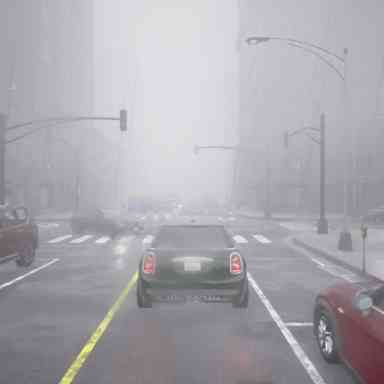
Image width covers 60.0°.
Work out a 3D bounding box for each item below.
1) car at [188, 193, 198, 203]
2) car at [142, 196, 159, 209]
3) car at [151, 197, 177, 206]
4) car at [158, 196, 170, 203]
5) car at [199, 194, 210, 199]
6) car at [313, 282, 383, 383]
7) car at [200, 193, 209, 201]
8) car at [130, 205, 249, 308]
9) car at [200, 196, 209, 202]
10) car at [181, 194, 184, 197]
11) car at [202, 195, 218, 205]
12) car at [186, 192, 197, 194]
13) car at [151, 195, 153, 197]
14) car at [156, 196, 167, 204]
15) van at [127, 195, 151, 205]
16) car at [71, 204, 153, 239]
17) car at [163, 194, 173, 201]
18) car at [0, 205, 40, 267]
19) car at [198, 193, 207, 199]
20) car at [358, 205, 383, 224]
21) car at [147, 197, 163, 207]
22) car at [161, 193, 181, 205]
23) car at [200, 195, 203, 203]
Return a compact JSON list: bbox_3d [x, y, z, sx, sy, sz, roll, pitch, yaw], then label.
[{"bbox_3d":[0.150,1.516,66.629,1.812,1.442,4.674,0,0,0],"label":"car"},{"bbox_3d":[-5.791,1.434,46.798,1.967,1.590,4.097,0,0,0],"label":"car"},{"bbox_3d":[-3.050,1.544,36.060,2.033,1.411,5.357,0,0,0],"label":"car"},{"bbox_3d":[-5.758,1.540,69.181,2.008,1.369,4.403,0,0,0],"label":"car"},{"bbox_3d":[2.751,1.558,57.998,1.947,1.339,4.313,0,0,0],"label":"car"},{"bbox_3d":[2.672,1.440,3.148,1.967,1.590,4.097,0,0,0],"label":"car"},{"bbox_3d":[3.125,1.211,86.603,2.150,2.045,5.566,0,0,0],"label":"car"},{"bbox_3d":[0.021,1.352,8.076,2.097,1.767,4.553,0,0,0],"label":"car"},{"bbox_3d":[2.776,1.570,74.781,1.802,1.307,4.206,0,0,0],"label":"car"},{"bbox_3d":[-2.978,1.592,60.703,1.895,1.301,4.718,0,0,1],"label":"car"},{"bbox_3d":[2.735,1.520,46.979,1.752,1.417,4.829,0,0,0],"label":"car"},{"bbox_3d":[0.110,1.362,76.595,1.812,1.442,4.674,0,0,0],"label":"car"},{"bbox_3d":[-5.799,1.310,41.202,2.192,1.841,5.009,0,0,0],"label":"car"},{"bbox_3d":[-5.767,1.516,63.415,1.752,1.417,4.829,0,0,0],"label":"car"},{"bbox_3d":[-5.807,1.337,35.606,1.690,1.788,3.998,0,0,0],"label":"van"},{"bbox_3d":[-4.505,1.524,17.379,4.674,1.442,1.812,0,-1,38],"label":"car"},{"bbox_3d":[-5.742,1.302,80.372,2.192,1.841,5.009,0,0,0],"label":"car"},{"bbox_3d":[-5.846,1.315,8.658,2.192,1.841,5.009,0,0,0],"label":"car"},{"bbox_3d":[2.759,1.306,63.592,2.192,1.841,5.009,0,0,0],"label":"car"},{"bbox_3d":[14.411,1.516,23.753,4.674,1.442,1.812,0,0,1],"label":"car"},{"bbox_3d":[-5.783,1.538,52.394,1.887,1.381,4.507,0,0,0],"label":"car"},{"bbox_3d":[-3.035,1.216,46.446,2.150,2.045,5.566,0,0,0],"label":"car"},{"bbox_3d":[2.743,1.544,52.404,2.008,1.369,4.403,0,0,0],"label":"car"}]
